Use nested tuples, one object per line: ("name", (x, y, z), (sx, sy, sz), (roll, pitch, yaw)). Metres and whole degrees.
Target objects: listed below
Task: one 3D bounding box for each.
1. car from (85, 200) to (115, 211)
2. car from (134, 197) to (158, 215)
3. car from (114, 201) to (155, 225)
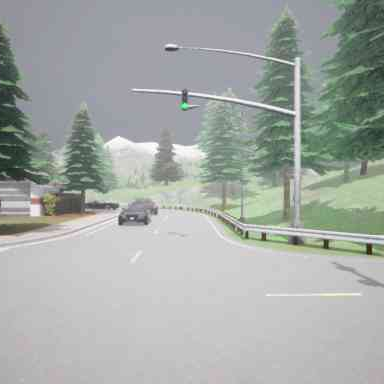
("car", (-11.477, 1.608, 41.471), (4.718, 1.301, 1.895), (0, 0, 14))
("car", (-4.889, 1.352, 33.745), (2.097, 1.767, 4.553), (0, 0, -19))
("car", (-4.036, 1.564, 23.956), (1.994, 1.385, 4.181), (0, 0, -2))
